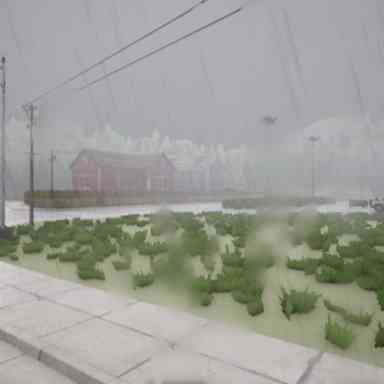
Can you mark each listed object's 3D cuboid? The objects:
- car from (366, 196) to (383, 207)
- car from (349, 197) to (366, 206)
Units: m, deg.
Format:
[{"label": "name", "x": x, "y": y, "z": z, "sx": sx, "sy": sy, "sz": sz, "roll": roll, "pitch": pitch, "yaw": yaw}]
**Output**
[{"label": "car", "x": 22.088, "y": 1.295, "z": 36.399, "sx": 4.605, "sy": 1.855, "sz": 1.932, "roll": 0, "pitch": 0, "yaw": 36}, {"label": "car", "x": 23.422, "y": 1.443, "z": 46.701, "sx": 1.882, "sy": 1.535, "sz": 5.008, "roll": 0, "pitch": 0, "yaw": 36}]
